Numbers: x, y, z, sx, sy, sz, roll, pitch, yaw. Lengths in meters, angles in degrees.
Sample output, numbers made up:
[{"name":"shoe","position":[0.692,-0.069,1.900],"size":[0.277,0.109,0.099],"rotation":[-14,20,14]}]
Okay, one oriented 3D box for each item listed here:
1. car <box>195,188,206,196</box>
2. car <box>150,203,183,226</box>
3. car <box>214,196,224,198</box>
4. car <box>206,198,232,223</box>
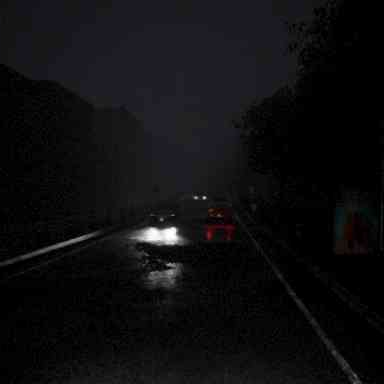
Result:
[{"name":"car","position":[1.658,-0.096,64.422],"size":[1.882,1.535,5.008],"rotation":[1,4,5]},{"name":"car","position":[-1.762,1.525,23.933],"size":[2.128,1.511,4.902],"rotation":[1,0,5]},{"name":"car","position":[3.557,1.237,43.499],"size":[1.994,1.385,4.181],"rotation":[1,2,5]},{"name":"car","position":[2.170,1.537,26.636],"size":[1.882,1.535,5.008],"rotation":[1,0,5]}]
